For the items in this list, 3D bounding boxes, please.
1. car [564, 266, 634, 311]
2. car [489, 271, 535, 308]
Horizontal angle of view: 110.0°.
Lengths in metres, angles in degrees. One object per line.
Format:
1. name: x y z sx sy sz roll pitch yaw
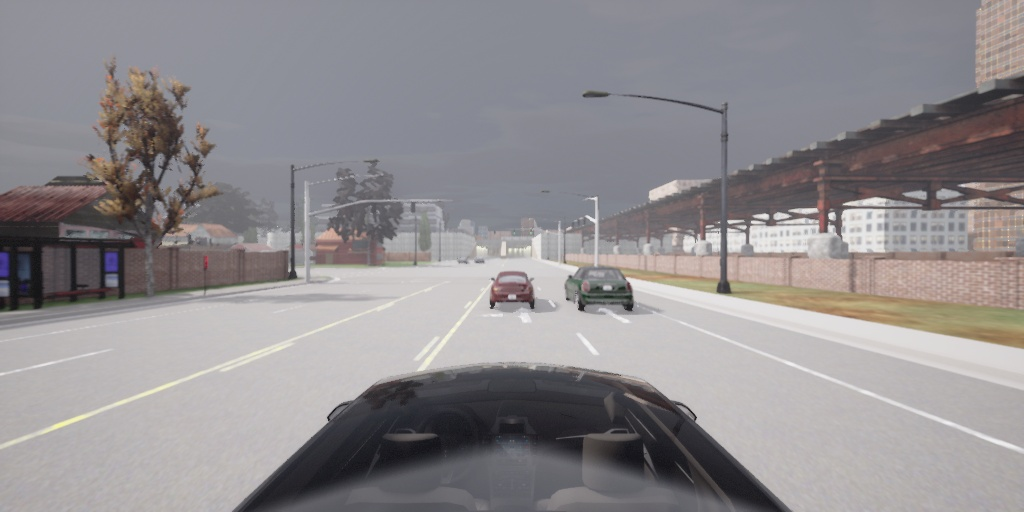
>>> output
1. car: 3.518 1.197 15.264 2.097 1.767 4.553 0 0 0
2. car: 0.021 1.372 15.759 1.812 1.442 4.674 0 0 0
